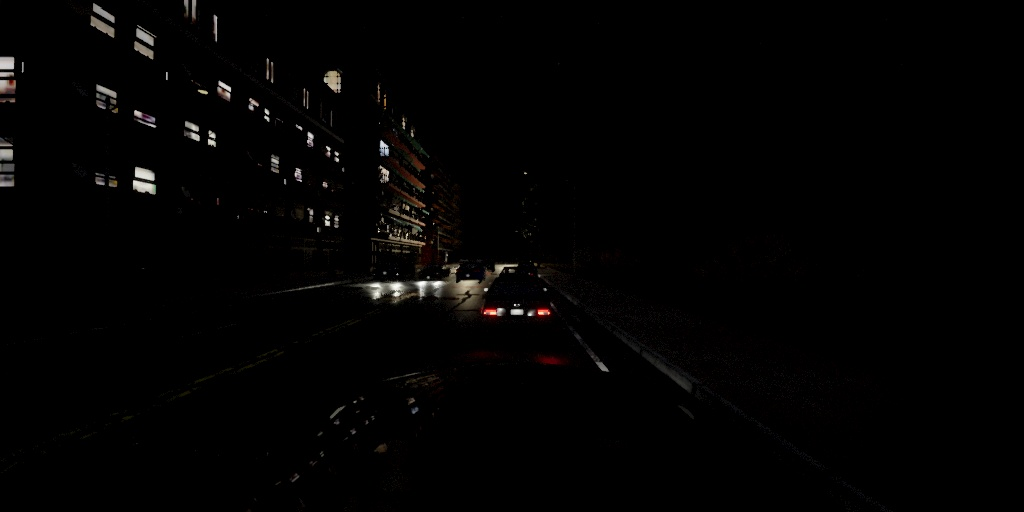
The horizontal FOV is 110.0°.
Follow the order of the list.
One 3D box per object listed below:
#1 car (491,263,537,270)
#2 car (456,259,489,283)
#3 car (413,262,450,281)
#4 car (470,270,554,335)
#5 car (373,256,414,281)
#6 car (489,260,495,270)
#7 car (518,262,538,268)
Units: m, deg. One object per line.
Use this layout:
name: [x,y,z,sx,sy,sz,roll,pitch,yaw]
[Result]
car: [0.110,1.301,20.867,2.033,1.411,5.357,0,0,0]
car: [-3.135,1.231,27.956,1.882,1.535,5.008,0,0,0]
car: [-6.583,1.301,30.838,2.033,1.411,5.357,0,0,0]
car: [0.107,1.299,10.505,2.033,1.411,5.357,0,0,0]
car: [-9.834,0.975,30.479,2.150,2.045,5.566,0,0,0]
car: [-3.124,1.256,45.656,1.837,1.490,4.892,0,-1,0]
car: [1.154,1.259,30.634,1.837,1.490,4.892,0,0,0]
